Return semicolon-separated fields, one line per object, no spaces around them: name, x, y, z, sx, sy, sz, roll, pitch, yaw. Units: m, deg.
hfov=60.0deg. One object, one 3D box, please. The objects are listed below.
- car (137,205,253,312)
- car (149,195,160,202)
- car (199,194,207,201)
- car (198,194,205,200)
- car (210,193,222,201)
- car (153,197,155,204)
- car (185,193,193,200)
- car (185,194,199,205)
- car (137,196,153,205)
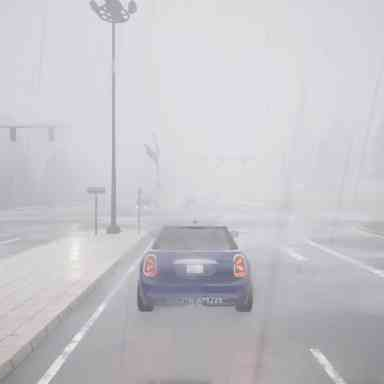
car;0.069;1.352;7.880;2.097;1.767;4.553;0;0;0
car;-8.535;1.540;76.687;2.033;1.411;5.357;0;0;-1
car;2.828;1.513;85.262;1.812;1.442;4.674;0;0;-1
car;2.660;1.442;95.586;1.882;1.535;5.008;0;0;-1
car;6.333;1.215;84.992;2.150;2.045;5.566;0;0;-1
car;-8.389;1.505;66.249;1.837;1.490;4.892;0;0;0
car;-0.840;1.189;95.559;2.150;2.045;5.566;0;0;-1
car;-0.176;1.526;54.699;1.812;1.442;4.674;0;0;-1
car;-8.299;1.505;57.040;1.837;1.490;4.892;0;0;-1
